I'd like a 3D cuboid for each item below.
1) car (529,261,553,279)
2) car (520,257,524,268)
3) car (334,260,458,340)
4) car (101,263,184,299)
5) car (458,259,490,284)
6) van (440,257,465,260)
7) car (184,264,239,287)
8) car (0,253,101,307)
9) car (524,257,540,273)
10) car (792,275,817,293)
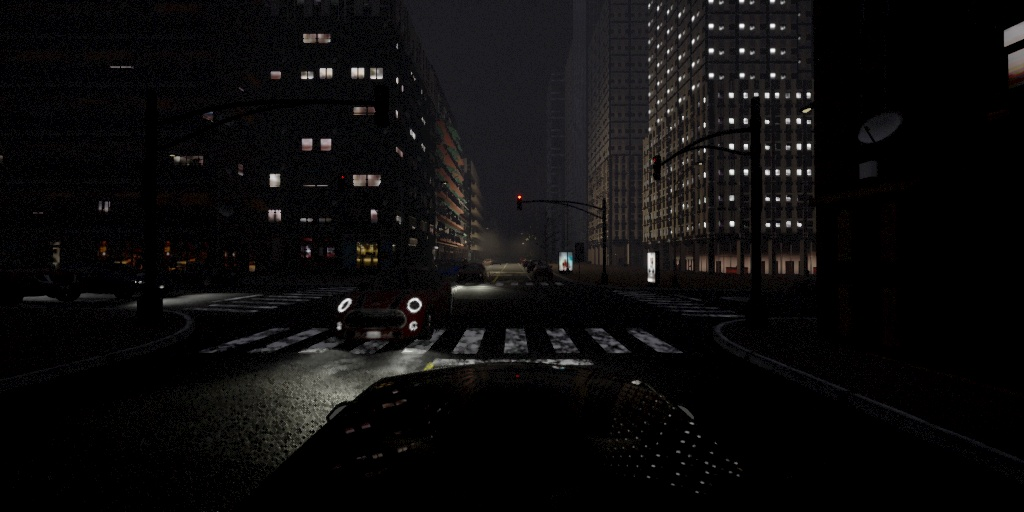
[{"bbox_3d":[2.768,1.343,32.489,1.802,1.307,4.207,0,0,0],"label":"car"},{"bbox_3d":[2.836,1.221,60.127,1.967,1.591,4.097,0,0,0],"label":"car"},{"bbox_3d":[-2.980,1.103,9.965,2.097,1.767,4.553,0,0,0],"label":"car"},{"bbox_3d":[-17.582,1.033,15.610,4.674,1.442,1.812,1,0,0],"label":"car"},{"bbox_3d":[-2.938,1.248,27.080,1.882,1.535,5.008,0,0,0],"label":"car"},{"bbox_3d":[-5.613,1.102,32.511,1.690,1.789,3.998,0,0,0],"label":"van"},{"bbox_3d":[-18.745,1.104,21.370,4.313,1.339,1.948,0,0,0],"label":"car"},{"bbox_3d":[-18.744,0.784,12.990,5.009,1.841,2.192,0,0,0],"label":"car"},{"bbox_3d":[2.795,1.208,43.545,1.967,1.591,4.097,0,0,0],"label":"car"},{"bbox_3d":[19.443,1.644,21.679,4.403,1.370,2.007,0,0,0],"label":"car"}]
